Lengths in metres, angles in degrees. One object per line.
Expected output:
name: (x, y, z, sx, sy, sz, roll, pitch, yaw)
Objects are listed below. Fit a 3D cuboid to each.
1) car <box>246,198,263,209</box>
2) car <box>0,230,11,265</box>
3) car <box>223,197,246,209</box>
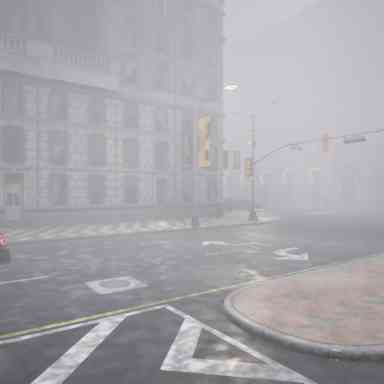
car: (7.371, 1.545, 46.347, 2.033, 1.411, 5.357, 0, 0, -36)
car: (-7.329, 1.352, 8.599, 4.553, 1.767, 2.097, 0, 0, -35)
car: (4.497, 1.503, 44.358, 1.837, 1.490, 4.892, 0, 0, -36)
